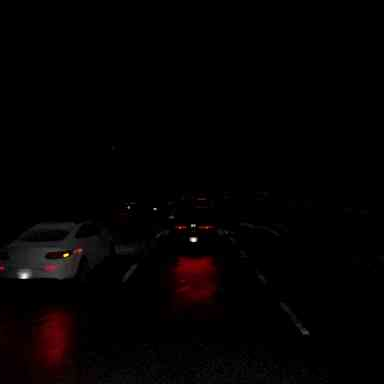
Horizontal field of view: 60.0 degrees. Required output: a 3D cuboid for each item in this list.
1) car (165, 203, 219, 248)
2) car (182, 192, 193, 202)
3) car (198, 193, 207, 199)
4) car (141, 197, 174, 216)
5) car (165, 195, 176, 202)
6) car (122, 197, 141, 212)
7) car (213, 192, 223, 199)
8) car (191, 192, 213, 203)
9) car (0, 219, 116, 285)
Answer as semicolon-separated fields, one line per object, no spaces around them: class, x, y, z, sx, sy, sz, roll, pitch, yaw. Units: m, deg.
car;0.080;1.421;14.204;1.837;1.490;4.892;0;0;1
car;-0.730;1.189;62.086;2.033;1.411;5.357;0;0;6
car;2.746;0.971;87.898;1.882;1.535;5.008;0;0;9
car;-3.049;1.392;30.187;1.994;1.385;4.181;0;0;2
car;-4.164;1.244;63.108;1.895;1.301;4.718;0;0;6
car;-6.289;1.308;36.202;1.837;1.490;4.892;0;0;3
car;6.301;0.962;87.916;1.882;1.535;5.008;0;0;10
car;1.501;1.206;48.154;2.128;1.511;4.902;0;0;5
car;-3.454;1.477;9.204;1.812;1.442;4.674;0;0;0
